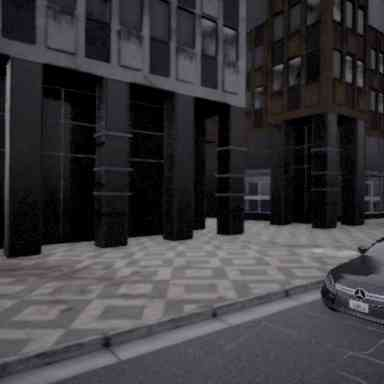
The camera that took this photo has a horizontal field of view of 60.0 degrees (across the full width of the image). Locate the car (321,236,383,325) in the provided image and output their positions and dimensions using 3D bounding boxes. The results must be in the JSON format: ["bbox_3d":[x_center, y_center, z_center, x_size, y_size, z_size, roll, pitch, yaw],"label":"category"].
[{"bbox_3d":[4.507,1.522,6.523,4.674,1.442,1.812,0,0,-35],"label":"car"}]
